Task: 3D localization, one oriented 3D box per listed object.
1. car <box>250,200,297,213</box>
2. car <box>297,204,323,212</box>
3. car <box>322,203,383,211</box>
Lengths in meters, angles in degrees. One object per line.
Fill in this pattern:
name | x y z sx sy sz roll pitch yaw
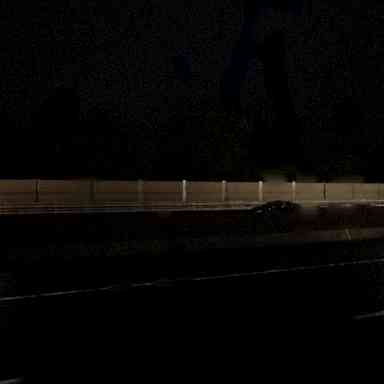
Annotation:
car | 7.255 1.503 28.446 4.892 1.490 1.837 0 0 -22
car | 10.839 1.555 26.098 4.181 1.385 1.994 0 0 -22
car | 11.397 1.556 22.557 4.181 1.385 1.994 0 0 -22
